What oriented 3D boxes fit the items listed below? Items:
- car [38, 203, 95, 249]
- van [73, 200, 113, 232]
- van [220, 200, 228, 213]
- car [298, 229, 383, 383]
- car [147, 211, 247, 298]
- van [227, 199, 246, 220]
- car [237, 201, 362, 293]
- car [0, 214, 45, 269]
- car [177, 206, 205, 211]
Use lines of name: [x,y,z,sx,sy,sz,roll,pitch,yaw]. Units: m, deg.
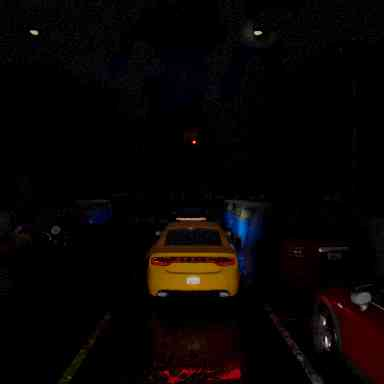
car: [-5.838,1.441,14.154,1.967,1.590,4.097,0,0,0]
van: [-5.868,1.343,19.592,1.690,1.788,3.998,0,0,0]
van: [2.657,1.343,19.638,1.690,1.788,3.998,0,0,0]
car: [2.746,1.440,3.325,1.967,1.590,4.097,0,0,0]
car: [0.038,1.478,8.590,1.882,1.535,5.008,0,0,0]
van: [2.687,1.342,14.200,1.690,1.788,3.998,0,0,0]
car: [2.716,1.315,8.763,2.192,1.841,5.009,0,0,0]
car: [-5.808,1.526,8.547,1.752,1.417,4.829,0,0,0]
car: [-0.051,1.493,18.092,2.128,1.511,4.902,0,0,0]
